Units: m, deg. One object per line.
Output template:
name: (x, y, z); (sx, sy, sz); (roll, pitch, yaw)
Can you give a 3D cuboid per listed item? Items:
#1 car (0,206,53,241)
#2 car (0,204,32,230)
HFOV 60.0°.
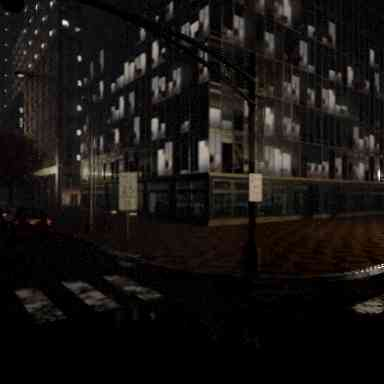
car: (-8.558, 1.461, 17.061); (1.967, 1.590, 4.097); (1, -1, -36)
car: (-11.953, 1.565, 21.613); (2.008, 1.369, 4.403); (1, -1, -36)
